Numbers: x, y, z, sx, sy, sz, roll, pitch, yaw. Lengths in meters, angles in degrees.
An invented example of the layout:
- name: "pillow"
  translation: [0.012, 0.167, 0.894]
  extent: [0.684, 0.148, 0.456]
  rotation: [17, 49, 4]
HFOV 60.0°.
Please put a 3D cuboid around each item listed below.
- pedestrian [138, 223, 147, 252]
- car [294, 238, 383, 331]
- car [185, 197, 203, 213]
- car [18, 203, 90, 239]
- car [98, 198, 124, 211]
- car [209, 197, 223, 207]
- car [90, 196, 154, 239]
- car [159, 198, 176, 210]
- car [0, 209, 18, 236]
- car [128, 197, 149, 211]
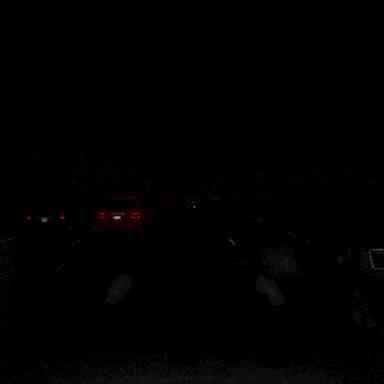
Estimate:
- name: "pedestrian"
  translation: [-1.902, 1.674, 12.497]
  extent: [0.500, 1.100, 0.500]
  rotation: [0, 0, 0]
- name: "car"
  translation: [3.628, 1.601, 6.808]
  extent: [1.895, 1.301, 4.718]
  rotation: [0, 0, 0]
- name: "car"
  translation: [0.258, 1.547, 36.573]
  extent: [2.033, 1.411, 5.357]
  rotation: [0, 0, 0]
- name: "car"
  translation: [-6.824, 1.352, 17.536]
  extent: [2.097, 1.767, 4.553]
  rotation: [0, 0, 0]
- name: "car"
  translation: [-10.220, 1.547, 42.270]
  extent: [2.033, 1.411, 5.357]
  rotation: [0, 0, 0]
- name: "car"
  translation: [3.809, 1.478, 52.732]
  extent: [1.882, 1.535, 5.008]
  rotation: [0, 0, 0]
- name: "car"
  translation: [-3.325, 1.223, 17.529]
  extent: [2.150, 2.045, 5.566]
  rotation: [0, 0, 0]
- name: "car"
  translation: [-3.214, 1.503, 43.521]
  extent: [1.837, 1.490, 4.892]
  rotation: [0, 0, 0]
- name: "car"
  translation: [-10.322, 1.601, 18.383]
  extent: [1.895, 1.301, 4.718]
  rotation: [0, 0, 0]
- name: "car"
  translation: [-6.719, 1.477, 42.509]
  extent: [1.882, 1.535, 5.008]
  rotation: [0, 0, 0]
